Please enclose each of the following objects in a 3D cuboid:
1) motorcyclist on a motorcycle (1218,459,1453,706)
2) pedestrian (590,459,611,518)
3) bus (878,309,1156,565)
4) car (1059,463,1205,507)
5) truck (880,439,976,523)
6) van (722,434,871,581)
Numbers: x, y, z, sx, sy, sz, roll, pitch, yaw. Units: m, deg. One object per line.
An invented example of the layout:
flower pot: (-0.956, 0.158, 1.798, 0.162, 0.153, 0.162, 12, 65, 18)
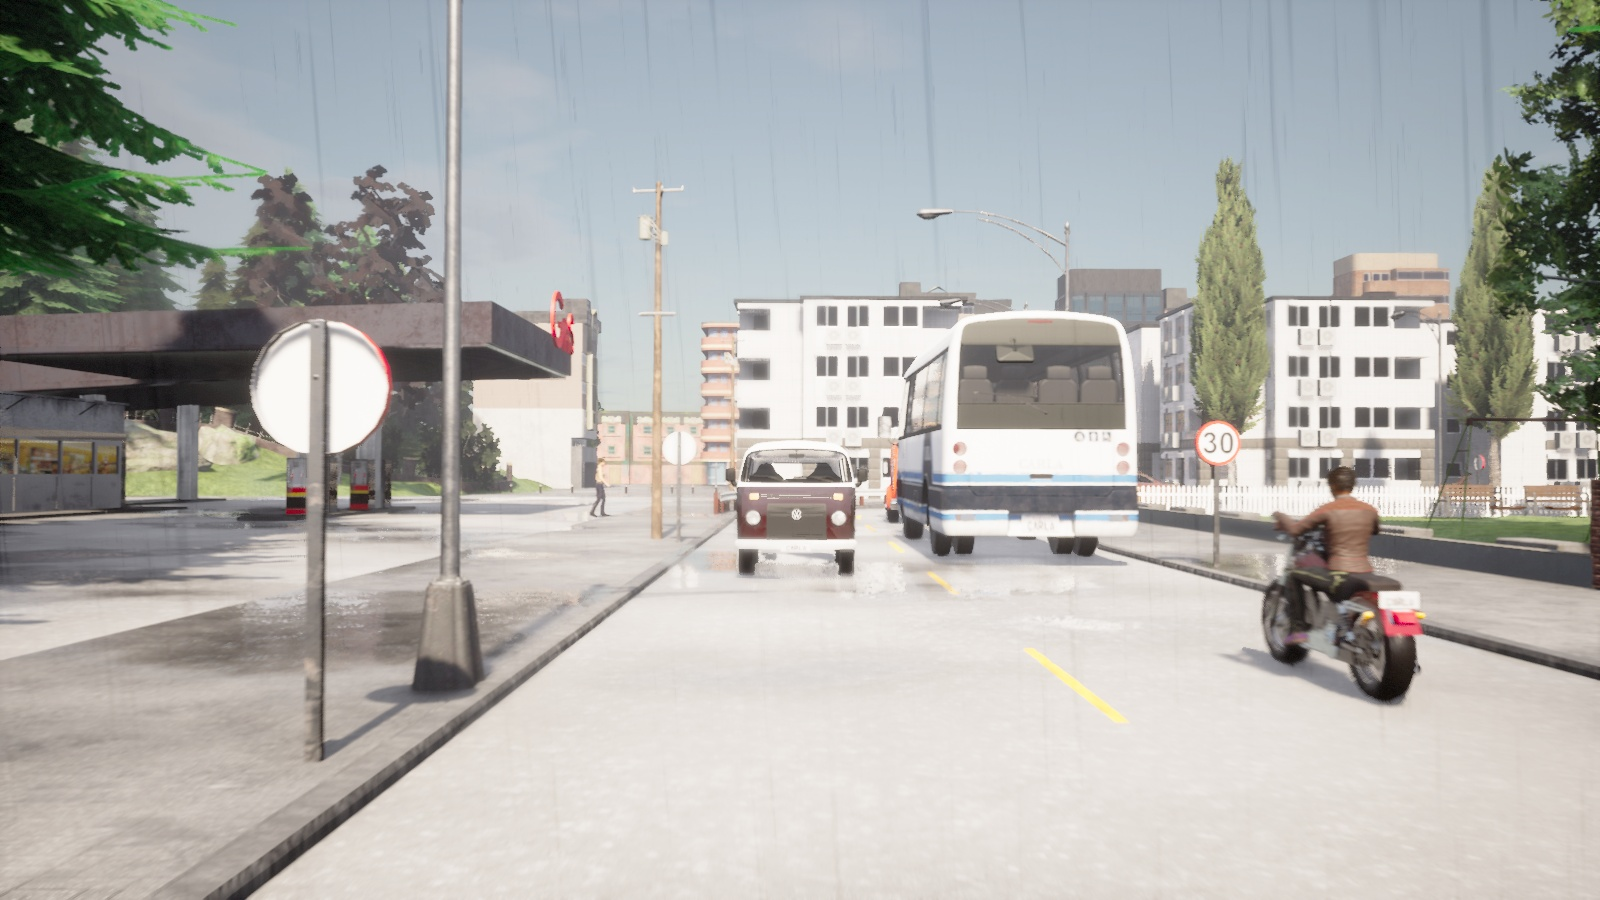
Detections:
motorcyclist on a motorcycle: (3.976, 0.906, 9.588, 0.766, 1.649, 2.350, 0, -1, 0)
pedestrian: (-6.187, 1.188, 38.958, 0.594, 1.836, 0.345, 0, -1, -4)
bus: (3.929, -0.150, 26.077, 3.944, 4.253, 10.273, 0, -1, 0)
car: (12.803, 1.339, 48.551, 5.027, 1.651, 2.152, 0, -1, -9)
truck: (3.956, 0.965, 39.796, 2.627, 2.467, 5.204, -1, -1, 2)
van: (-0.051, 0.867, 19.708, 2.069, 2.038, 4.480, 0, -2, 0)
